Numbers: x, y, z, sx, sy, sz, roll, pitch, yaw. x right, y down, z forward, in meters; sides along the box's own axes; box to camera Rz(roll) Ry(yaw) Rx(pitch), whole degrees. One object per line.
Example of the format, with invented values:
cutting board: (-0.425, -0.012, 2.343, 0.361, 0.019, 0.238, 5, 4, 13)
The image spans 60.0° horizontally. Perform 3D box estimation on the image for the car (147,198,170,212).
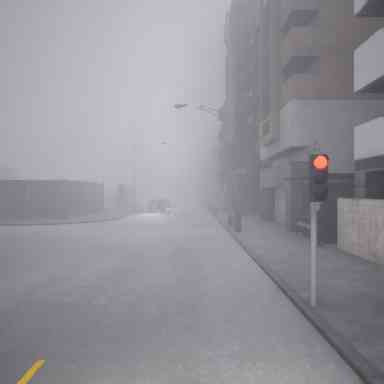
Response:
car: (-4.135, 1.503, 39.345, 2.128, 1.511, 4.902, 0, 0, 0)
